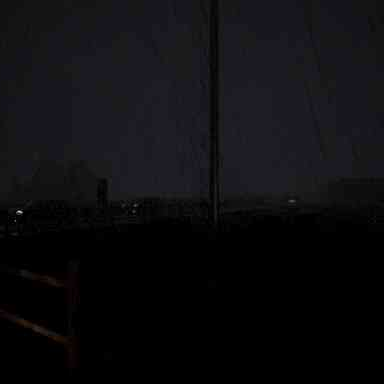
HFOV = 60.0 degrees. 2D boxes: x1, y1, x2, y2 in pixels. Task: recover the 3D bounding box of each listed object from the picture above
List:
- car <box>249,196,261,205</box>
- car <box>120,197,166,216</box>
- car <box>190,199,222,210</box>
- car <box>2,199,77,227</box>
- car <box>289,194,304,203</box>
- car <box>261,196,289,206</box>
[{"bbox_3d":[10.528,1.375,52.514,1.994,1.385,4.181,-1,0,35],"label":"car"},{"bbox_3d":[-4.492,1.256,30.847,2.097,1.767,4.553,-1,0,35],"label":"car"},{"bbox_3d":[1.681,1.458,39.806,1.895,1.301,4.718,-1,0,35],"label":"car"},{"bbox_3d":[-10.259,1.299,22.578,2.097,1.767,4.553,-1,0,36],"label":"car"},{"bbox_3d":[18.252,1.215,58.718,1.837,1.490,4.892,-1,0,34],"label":"car"},{"bbox_3d":[12.618,1.363,50.518,1.895,1.301,4.718,-1,0,35],"label":"car"}]
